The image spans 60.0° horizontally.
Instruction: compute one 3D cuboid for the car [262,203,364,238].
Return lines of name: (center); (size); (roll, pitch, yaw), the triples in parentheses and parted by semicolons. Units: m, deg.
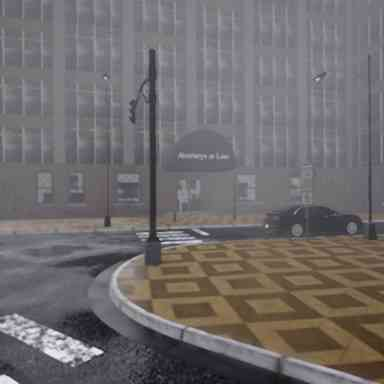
car: (5.845, 1.319, 16.071); (4.892, 1.490, 1.837); (0, 0, -14)
